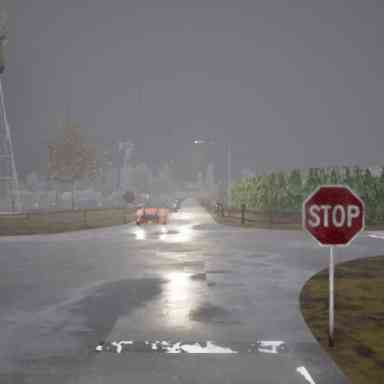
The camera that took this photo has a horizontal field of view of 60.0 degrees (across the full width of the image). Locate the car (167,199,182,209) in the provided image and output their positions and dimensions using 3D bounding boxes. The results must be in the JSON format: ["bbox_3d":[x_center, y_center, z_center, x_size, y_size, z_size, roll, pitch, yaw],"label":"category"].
[{"bbox_3d":[-2.729,1.895,52.079,2.033,1.411,5.357,0,-1,0],"label":"car"}]

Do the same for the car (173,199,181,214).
[{"bbox_3d":[-2.734,1.559,39.064,2.097,1.767,4.553,0,-1,0],"label":"car"}]

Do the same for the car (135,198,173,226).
[{"bbox_3d":[-2.740,1.411,24.050,2.097,1.767,4.553,0,0,0],"label":"car"}]
